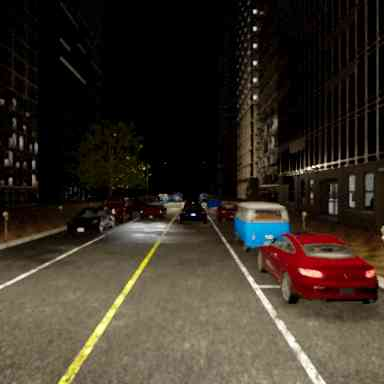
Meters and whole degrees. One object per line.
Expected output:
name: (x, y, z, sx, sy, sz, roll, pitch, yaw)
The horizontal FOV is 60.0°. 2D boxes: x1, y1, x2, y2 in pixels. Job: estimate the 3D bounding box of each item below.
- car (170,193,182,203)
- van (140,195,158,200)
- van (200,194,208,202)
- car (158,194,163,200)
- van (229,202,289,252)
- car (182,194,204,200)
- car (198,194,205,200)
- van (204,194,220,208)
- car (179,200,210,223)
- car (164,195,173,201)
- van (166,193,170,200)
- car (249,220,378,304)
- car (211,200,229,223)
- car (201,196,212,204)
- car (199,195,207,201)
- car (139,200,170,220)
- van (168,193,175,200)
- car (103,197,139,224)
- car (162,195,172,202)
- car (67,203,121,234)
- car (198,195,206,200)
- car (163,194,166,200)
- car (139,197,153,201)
car: (-2.996, 1.145, 68.583, 2.150, 2.045, 5.566, 0, 0, 0)
van: (-5.687, 1.309, 41.860, 1.690, 1.788, 3.998, 0, 0, 0)
van: (2.697, 1.254, 75.871, 1.690, 1.788, 3.998, 0, 0, 0)
car: (-5.687, 1.402, 47.528, 1.967, 1.590, 4.097, 0, 0, 0)
van: (2.692, 1.333, 13.518, 1.690, 1.788, 3.998, 0, 0, 0)
car: (0.103, 1.321, 42.355, 2.097, 1.767, 4.553, 0, 0, 0)
car: (2.698, 1.397, 93.048, 1.752, 1.417, 4.829, 0, 0, 0)
van: (2.694, 1.310, 41.859, 1.690, 1.788, 3.998, 0, 0, 0)
car: (0.102, 1.546, 25.069, 1.994, 1.385, 4.181, 0, 0, 0)
car: (-5.684, 1.450, 81.540, 2.008, 1.369, 4.403, 0, 0, 0)
van: (-5.685, 1.277, 64.534, 1.690, 1.788, 3.998, 0, 0, 0)
car: (2.691, 1.578, 7.850, 1.802, 1.307, 4.206, 0, 0, 0)
car: (2.692, 1.528, 24.855, 1.887, 1.381, 4.507, 0, 0, 0)
car: (2.695, 1.503, 64.534, 1.947, 1.339, 4.313, 0, 0, 0)
car: (2.697, 1.466, 81.540, 1.947, 1.339, 4.313, 0, 0, 0)
car: (-3.097, 1.581, 27.407, 1.895, 1.301, 4.718, 0, 0, 0)
van: (-5.682, 1.212, 92.876, 1.690, 1.788, 3.998, 0, 0, 0)
car: (-5.688, 1.297, 24.855, 2.192, 1.841, 5.009, 0, 0, 0)
car: (-5.684, 1.438, 75.702, 1.752, 1.417, 4.829, 0, 0, 0)
car: (-5.688, 1.552, 19.187, 1.947, 1.339, 4.313, 0, 0, 0)
car: (2.697, 1.452, 87.208, 1.947, 1.339, 4.313, 0, 0, 0)
car: (-5.686, 1.394, 53.196, 1.967, 1.590, 4.097, 0, 0, 0)
car: (-5.688, 1.518, 36.190, 1.887, 1.381, 4.507, 0, 0, 0)
